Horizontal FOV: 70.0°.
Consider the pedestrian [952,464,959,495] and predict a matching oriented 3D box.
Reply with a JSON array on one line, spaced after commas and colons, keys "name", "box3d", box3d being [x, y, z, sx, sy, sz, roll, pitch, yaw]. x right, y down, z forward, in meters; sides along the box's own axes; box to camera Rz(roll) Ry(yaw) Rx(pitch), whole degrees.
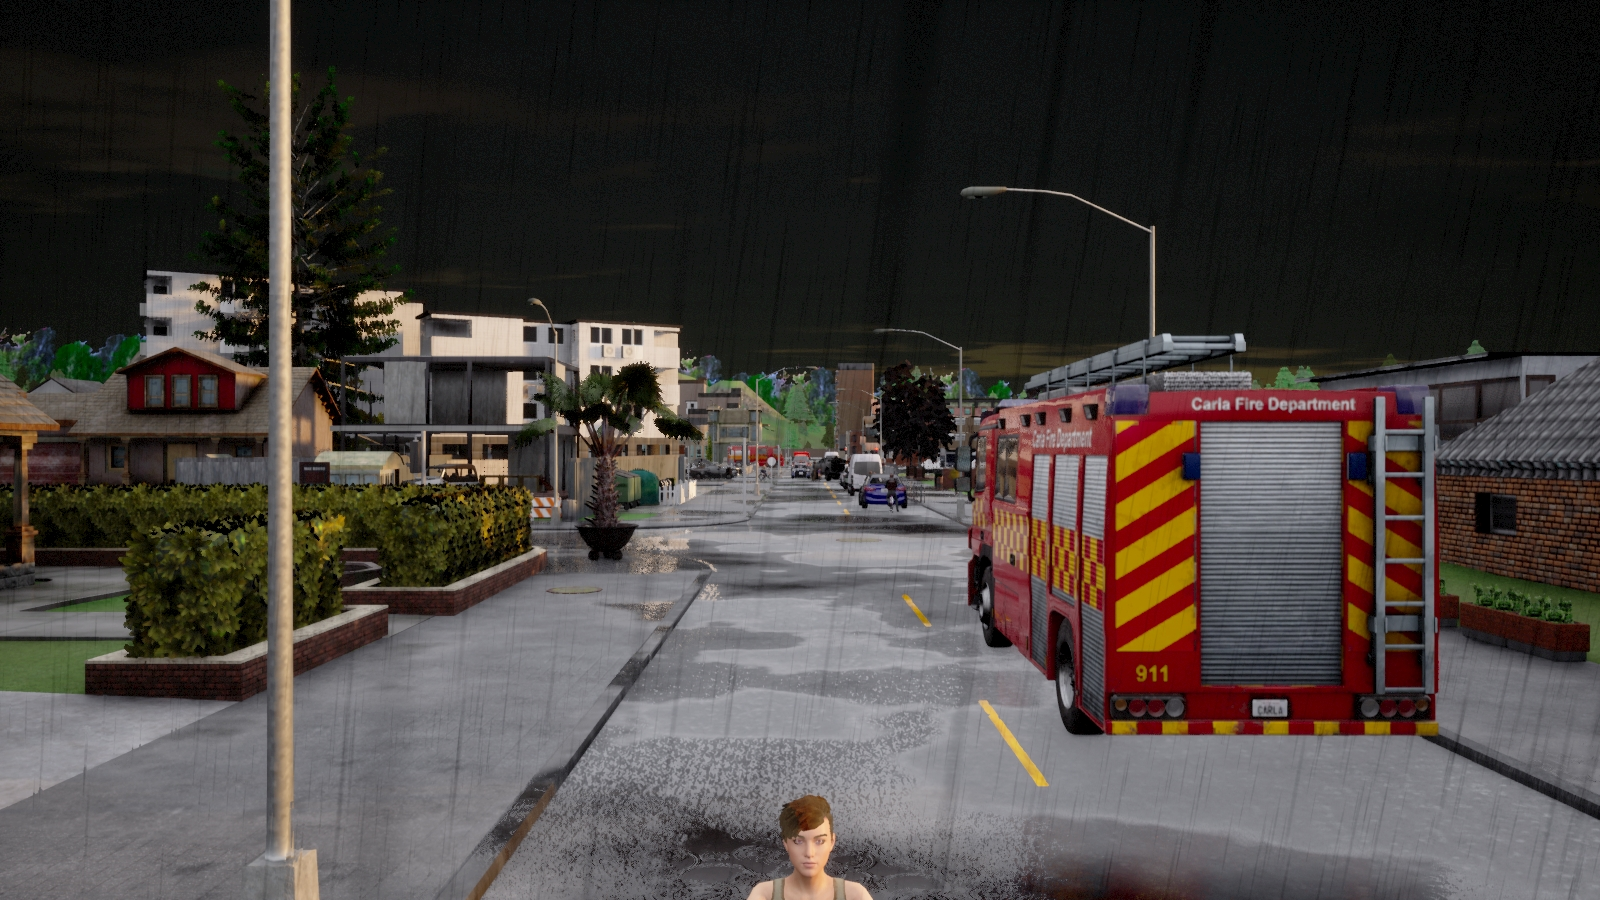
[{"name": "pedestrian", "box3d": [9.299, 1.744, 68.319, 0.375, 1.860, 0.375, 0, 0, 0]}]

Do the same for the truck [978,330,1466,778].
[{"name": "truck", "box3d": [4.261, 0.890, 13.995, 2.891, 3.827, 8.468, 0, 0, 0]}]

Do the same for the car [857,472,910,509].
[{"name": "car", "box3d": [4.046, 1.967, 56.171, 2.242, 1.667, 4.611, 0, 0, 0]}]

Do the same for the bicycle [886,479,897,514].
[{"name": "bicycle", "box3d": [4.077, 2.060, 50.936, 0.329, 1.471, 1.835, 0, 0, 0]}]

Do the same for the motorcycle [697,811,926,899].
[{"name": "motorcycle", "box3d": [0.039, 2.155, 3.558, 0.764, 1.307, 2.356, 0, 0, 0]}]

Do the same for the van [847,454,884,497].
[{"name": "van", "box3d": [4.045, 1.534, 71.355, 1.988, 2.561, 5.915, 0, 0, 0]}]
